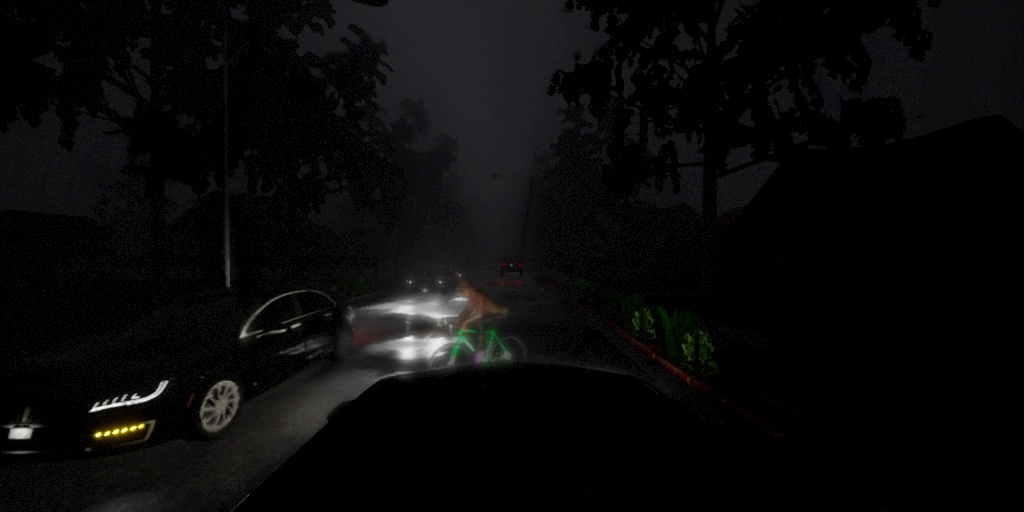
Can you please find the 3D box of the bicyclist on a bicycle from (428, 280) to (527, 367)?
[{"bbox_3d":[-0.517,1.193,5.658,1.656,1.620,0.582,-2,1,-25],"label":"bicyclist on a bicycle"}]

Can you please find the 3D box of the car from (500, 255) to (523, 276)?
[{"bbox_3d":[-0.047,0.944,36.072,2.150,2.045,5.566,0,0,0],"label":"car"}]

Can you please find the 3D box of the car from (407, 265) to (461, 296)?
[{"bbox_3d":[-4.157,1.336,19.320,1.895,1.301,4.718,0,0,0],"label":"car"}]

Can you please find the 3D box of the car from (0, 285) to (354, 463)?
[{"bbox_3d":[-4.111,1.253,5.422,1.837,1.490,4.892,0,-1,0],"label":"car"}]

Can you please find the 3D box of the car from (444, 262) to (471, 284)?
[{"bbox_3d":[-4.083,1.330,25.393,1.895,1.301,4.718,0,0,0],"label":"car"}]
